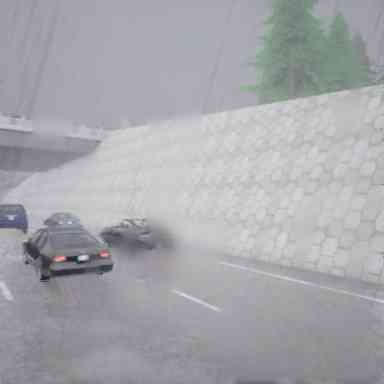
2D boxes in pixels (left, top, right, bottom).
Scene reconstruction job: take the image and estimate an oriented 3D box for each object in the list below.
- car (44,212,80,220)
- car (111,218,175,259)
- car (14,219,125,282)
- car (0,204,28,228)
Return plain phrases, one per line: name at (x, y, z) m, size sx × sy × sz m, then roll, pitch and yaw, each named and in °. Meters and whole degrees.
car at (-9.918, 2.241, 25.261) m, size 2.033 × 1.411 × 5.357 m, roll 1°, pitch -2°, yaw -34°
car at (-2.570, 1.912, 14.641) m, size 2.128 × 1.511 × 4.902 m, roll 1°, pitch -2°, yaw -34°
car at (-4.290, 1.852, 10.928) m, size 2.033 × 1.411 × 5.357 m, roll 1°, pitch -2°, yaw -34°
car at (-13.395, 1.867, 24.173) m, size 2.150 × 2.045 × 5.566 m, roll 1°, pitch -2°, yaw -34°
